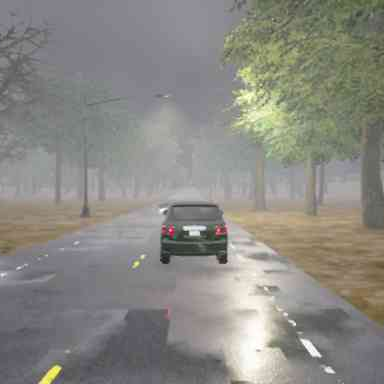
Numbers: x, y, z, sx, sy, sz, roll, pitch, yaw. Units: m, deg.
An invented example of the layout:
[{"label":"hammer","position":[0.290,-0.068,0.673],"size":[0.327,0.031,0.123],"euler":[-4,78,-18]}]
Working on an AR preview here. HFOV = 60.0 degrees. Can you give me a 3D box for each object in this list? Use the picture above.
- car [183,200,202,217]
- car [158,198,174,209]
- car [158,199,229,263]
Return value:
[{"label":"car","position":[0.031,1.641,34.045],"size":[1.812,1.442,4.674],"euler":[0,0,0]},{"label":"car","position":[-3.644,1.641,47.425],"size":[1.994,1.385,4.181],"euler":[0,0,0]},{"label":"car","position":[0.075,1.296,12.417],"size":[2.150,2.045,5.566],"euler":[0,0,0]}]
